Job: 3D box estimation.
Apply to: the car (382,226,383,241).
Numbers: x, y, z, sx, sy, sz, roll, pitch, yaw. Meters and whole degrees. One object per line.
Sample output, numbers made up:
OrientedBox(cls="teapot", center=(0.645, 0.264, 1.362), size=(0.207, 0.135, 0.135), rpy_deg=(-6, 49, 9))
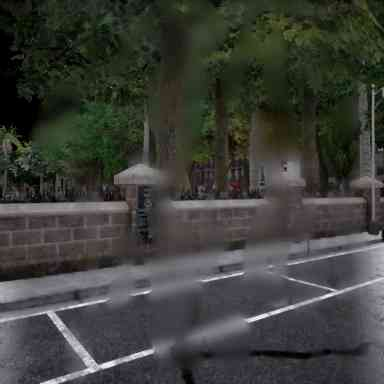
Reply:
OrientedBox(cls="car", center=(9.735, 1.310, 13.479), size=(5.009, 1.841, 2.192), rpy_deg=(0, 0, -36))
